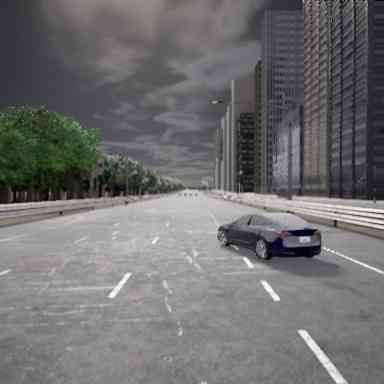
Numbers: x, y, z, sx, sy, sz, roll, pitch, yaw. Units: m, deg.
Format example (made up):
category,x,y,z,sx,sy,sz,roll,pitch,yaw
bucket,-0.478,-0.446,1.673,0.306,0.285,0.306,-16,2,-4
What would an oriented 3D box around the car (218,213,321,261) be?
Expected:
category,x,y,z,sx,sy,sz,roll,pitch,yaw
car,2.670,1.493,12.411,2.163,1.488,4.792,0,0,-20
